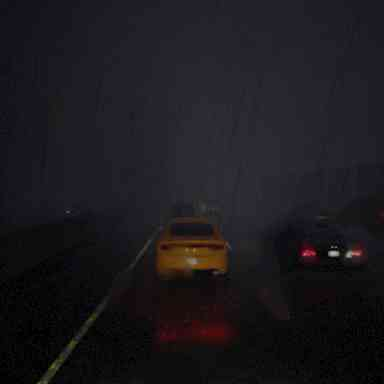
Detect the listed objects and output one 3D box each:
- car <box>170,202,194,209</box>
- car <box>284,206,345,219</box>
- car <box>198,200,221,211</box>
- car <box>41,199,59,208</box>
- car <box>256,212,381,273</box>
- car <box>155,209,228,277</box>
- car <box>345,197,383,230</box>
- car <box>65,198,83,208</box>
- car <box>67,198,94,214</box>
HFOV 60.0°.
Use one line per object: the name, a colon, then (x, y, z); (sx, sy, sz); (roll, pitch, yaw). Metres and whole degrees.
car: (-0.871, 1.603, 29.585); (1.882, 1.535, 5.008); (0, 0, -5)
car: (6.734, 1.569, 19.876); (2.128, 1.511, 4.902); (0, 0, -2)
car: (1.871, 1.631, 36.981); (1.882, 1.535, 5.008); (0, 0, -7)
car: (-22.069, 1.792, 51.962); (2.033, 1.411, 5.357); (0, 0, -13)
car: (3.466, 1.590, 10.756); (2.033, 1.411, 5.357); (0, 0, -1)
car: (-0.036, 1.522, 10.388); (1.882, 1.535, 5.008); (0, 0, -1)
car: (10.278, 1.292, 18.905); (2.150, 2.045, 5.566); (0, 0, -2)
car: (-18.654, 1.739, 52.728); (2.128, 1.511, 4.902); (0, 0, -13)
car: (-12.653, 1.722, 38.869); (2.033, 1.411, 5.357); (0, 0, -8)
